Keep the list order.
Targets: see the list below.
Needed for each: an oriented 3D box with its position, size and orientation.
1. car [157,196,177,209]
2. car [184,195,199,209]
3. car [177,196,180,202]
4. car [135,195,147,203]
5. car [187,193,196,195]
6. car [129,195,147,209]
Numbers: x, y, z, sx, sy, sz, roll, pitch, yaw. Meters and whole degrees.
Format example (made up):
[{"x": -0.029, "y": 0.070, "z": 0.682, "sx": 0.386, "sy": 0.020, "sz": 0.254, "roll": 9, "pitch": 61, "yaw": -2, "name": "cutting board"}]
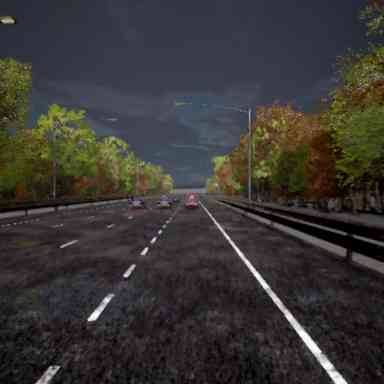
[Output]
[{"x": -3.528, "y": 1.424, "z": 43.777, "sx": 2.128, "sy": 1.511, "sz": 4.902, "roll": 0, "pitch": 0, "yaw": 0, "name": "car"}, {"x": -0.031, "y": 1.482, "z": 43.356, "sx": 2.033, "sy": 1.411, "sz": 5.357, "roll": 0, "pitch": 0, "yaw": 0, "name": "car"}, {"x": -3.555, "y": 1.457, "z": 70.028, "sx": 1.994, "sy": 1.385, "sz": 4.181, "roll": 0, "pitch": 0, "yaw": 0, "name": "car"}, {"x": -10.554, "y": 1.381, "z": 69.041, "sx": 1.882, "sy": 1.535, "sz": 5.008, "roll": 0, "pitch": 0, "yaw": 0, "name": "car"}, {"x": -0.055, "y": 1.131, "z": 70.142, "sx": 2.150, "sy": 2.045, "sz": 5.566, "roll": 0, "pitch": 0, "yaw": 0, "name": "car"}, {"x": -7.027, "y": 1.423, "z": 43.776, "sx": 2.128, "sy": 1.511, "sz": 4.902, "roll": 0, "pitch": 0, "yaw": 0, "name": "car"}]
